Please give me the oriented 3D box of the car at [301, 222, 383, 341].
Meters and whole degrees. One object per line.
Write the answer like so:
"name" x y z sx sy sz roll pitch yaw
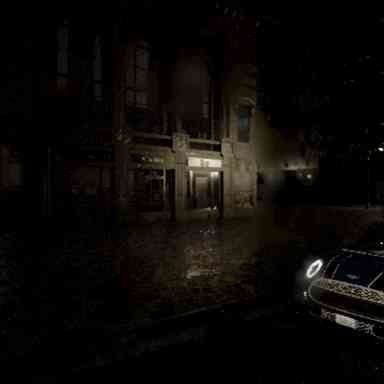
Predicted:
"car" 4.144 1.353 6.305 4.553 1.767 2.097 0 0 -35
